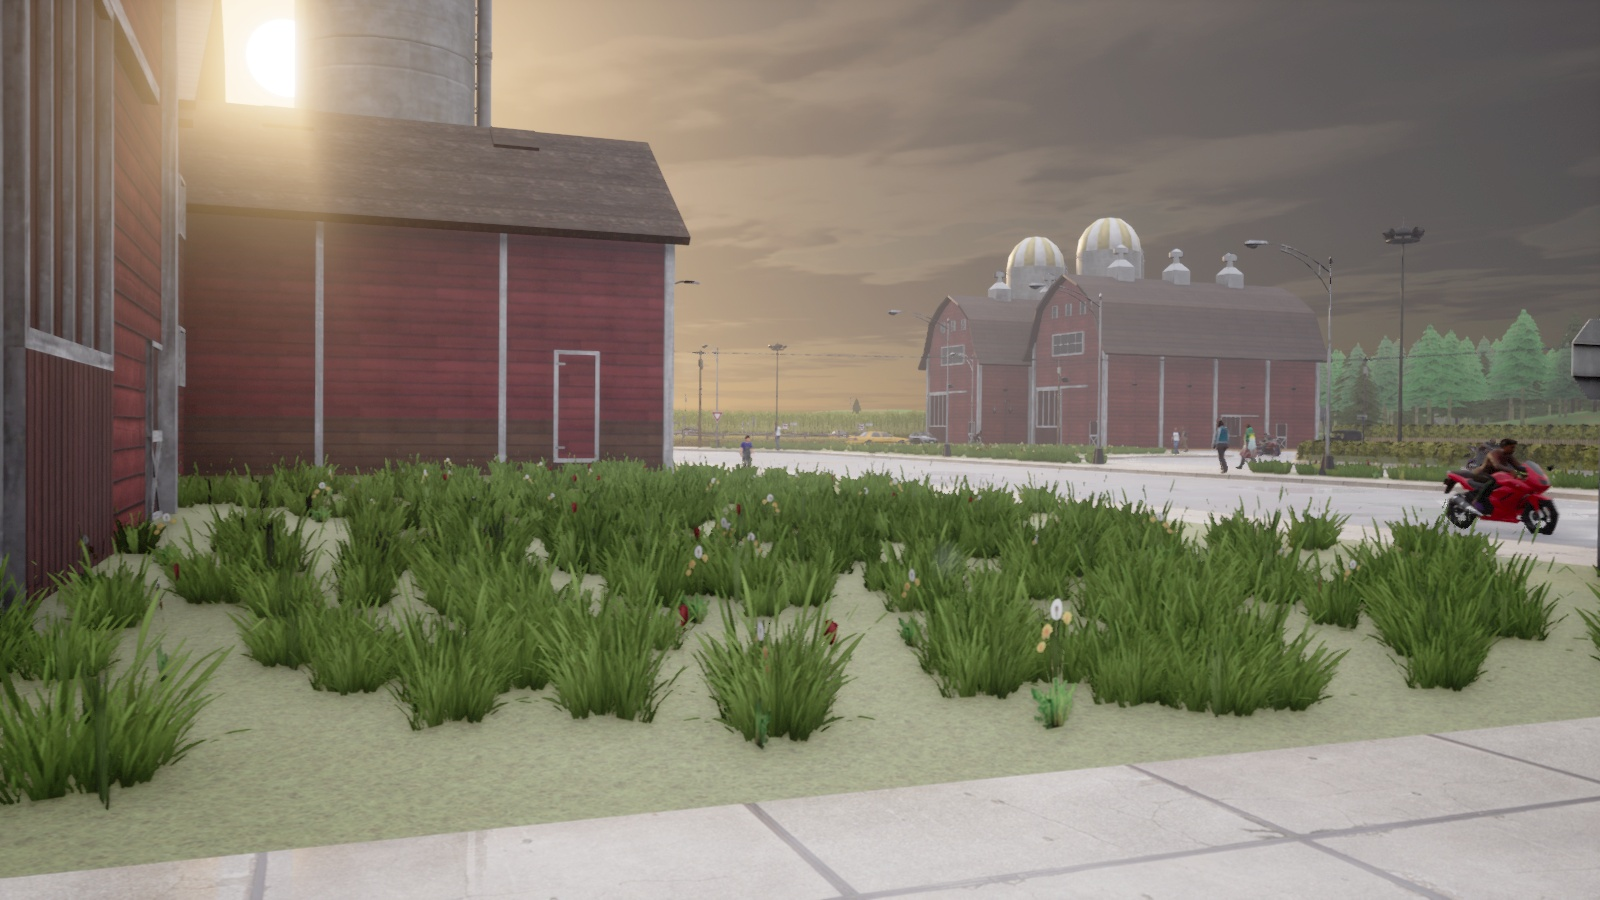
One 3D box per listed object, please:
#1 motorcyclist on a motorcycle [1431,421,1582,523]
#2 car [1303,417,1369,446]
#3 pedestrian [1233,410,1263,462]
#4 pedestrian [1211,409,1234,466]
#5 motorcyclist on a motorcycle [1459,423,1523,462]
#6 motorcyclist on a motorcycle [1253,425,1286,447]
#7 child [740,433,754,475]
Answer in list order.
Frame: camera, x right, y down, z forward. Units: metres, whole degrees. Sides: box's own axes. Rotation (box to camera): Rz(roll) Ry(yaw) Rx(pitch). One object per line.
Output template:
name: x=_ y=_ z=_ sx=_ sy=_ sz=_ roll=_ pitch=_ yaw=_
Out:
motorcyclist on a motorcycle: x=11.226 y=0.317 z=20.027 sx=0.797 sy=1.523 sz=2.044 roll=-1 pitch=1 yaw=-22
car: x=36.069 y=-1.226 z=84.542 sx=1.905 sy=1.878 sz=3.866 roll=-1 pitch=1 yaw=-21
pedestrian: x=17.281 y=-0.545 z=48.471 sx=0.659 sy=1.952 sz=0.873 roll=-1 pitch=1 yaw=-35
pedestrian: x=14.518 y=-0.432 z=43.190 sx=0.396 sy=1.930 sz=0.692 roll=-1 pitch=1 yaw=-21
motorcyclist on a motorcycle: x=27.279 y=-0.307 z=49.613 sx=0.866 sy=1.530 sz=2.191 roll=-1 pitch=1 yaw=-21
motorcyclist on a motorcycle: x=31.933 y=-0.955 z=85.477 sx=0.866 sy=1.530 sz=2.191 roll=-1 pitch=1 yaw=-21
child: x=-1.632 y=0.112 z=38.514 sx=0.270 sy=1.263 sz=0.437 roll=-1 pitch=1 yaw=-25
